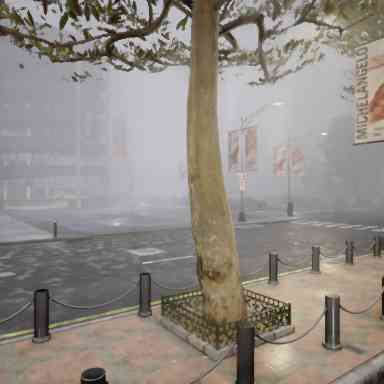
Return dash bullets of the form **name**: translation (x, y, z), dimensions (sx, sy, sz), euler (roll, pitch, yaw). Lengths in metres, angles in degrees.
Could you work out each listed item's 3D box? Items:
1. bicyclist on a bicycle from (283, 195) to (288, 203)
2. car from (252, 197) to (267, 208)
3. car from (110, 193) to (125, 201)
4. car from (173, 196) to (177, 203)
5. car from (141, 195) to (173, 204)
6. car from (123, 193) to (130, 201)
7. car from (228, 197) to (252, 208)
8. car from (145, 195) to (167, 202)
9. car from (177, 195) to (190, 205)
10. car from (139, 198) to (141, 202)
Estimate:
- **bicyclist on a bicycle**: translation (17.527, 1.300, 62.337), dimensions (1.656, 1.620, 0.582), euler (0, 0, -36)
- **car**: translation (8.932, 1.477, 49.510), dimensions (1.882, 1.535, 5.008), euler (0, 0, -37)
- **car**: translation (-18.867, 1.545, 77.822), dimensions (4.718, 1.301, 1.895), euler (0, 0, 11)
- **car**: translation (-3.275, 1.491, 64.969), dimensions (4.902, 1.511, 2.128), euler (0, 0, 44)
- **car**: translation (-6.685, 1.547, 63.376), dimensions (5.357, 1.411, 2.033), euler (0, 0, 41)
- **car**: translation (-17.935, 1.165, 81.196), dimensions (5.566, 2.045, 2.150), euler (0, 0, 11)
- **car**: translation (5.626, 1.547, 48.119), dimensions (2.033, 1.411, 5.357), euler (0, 0, -36)
- **car**: translation (-8.377, 1.525, 77.501), dimensions (4.902, 1.511, 2.128), euler (0, 0, 26)
- **car**: translation (0.140, 1.352, 55.523), dimensions (2.097, 1.767, 4.553), euler (0, 0, -38)
- **car**: translation (-9.589, 1.524, 74.201), dimensions (4.674, 1.442, 1.812), euler (0, 0, 26)
